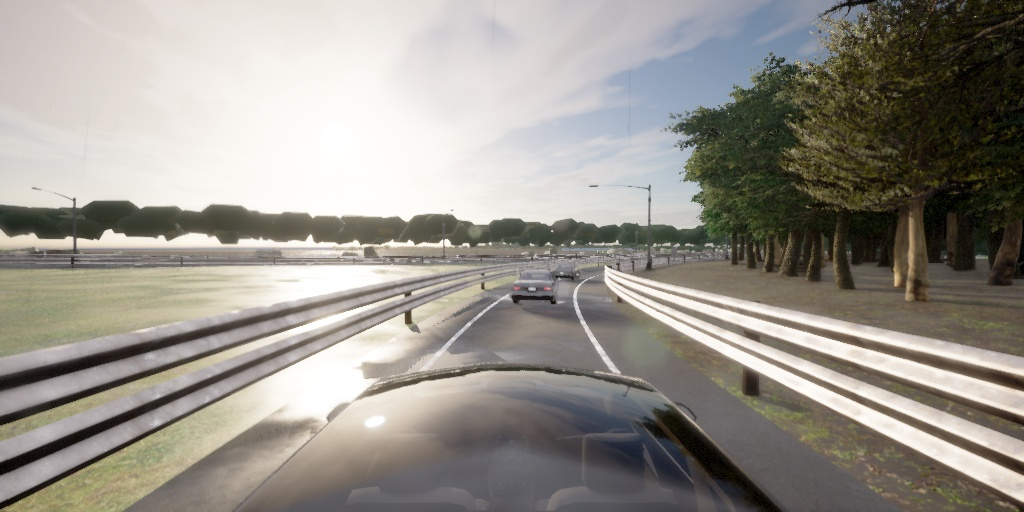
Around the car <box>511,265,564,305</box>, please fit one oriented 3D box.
[{"bbox_3d":[1.156,1.311,16.166,2.033,1.411,5.357,0,0,9],"label":"car"}]

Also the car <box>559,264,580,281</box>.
[{"bbox_3d":[4.598,1.330,30.485,1.994,1.385,4.181,0,0,18],"label":"car"}]
